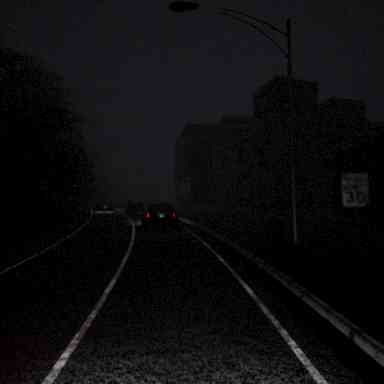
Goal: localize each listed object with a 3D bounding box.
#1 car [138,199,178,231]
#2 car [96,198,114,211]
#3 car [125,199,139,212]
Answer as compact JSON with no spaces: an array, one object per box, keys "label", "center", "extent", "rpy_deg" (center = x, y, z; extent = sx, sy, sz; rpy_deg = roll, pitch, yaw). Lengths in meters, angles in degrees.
[{"label":"car","center":[-2.192,1.440,21.656],"extent":[2.097,1.767,4.553],"rpy_deg":[1,0,-10]},{"label":"car","center":[-10.701,1.488,40.695],"extent":[2.128,1.511,4.902],"rpy_deg":[1,0,-17]},{"label":"car","center":[-6.949,1.565,40.071],"extent":[1.882,1.535,5.008],"rpy_deg":[2,0,-17]}]
